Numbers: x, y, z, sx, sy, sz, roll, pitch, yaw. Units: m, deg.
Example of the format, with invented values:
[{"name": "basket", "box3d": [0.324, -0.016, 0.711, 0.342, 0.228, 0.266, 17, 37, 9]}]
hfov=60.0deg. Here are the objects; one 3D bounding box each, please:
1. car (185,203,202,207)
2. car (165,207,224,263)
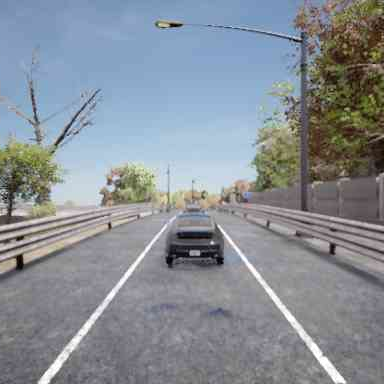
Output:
[{"name": "car", "box3d": [0.157, 1.664, 28.254, 1.812, 1.442, 4.674, 0, -1, 0]}, {"name": "car", "box3d": [0.092, 1.494, 11.957, 1.837, 1.490, 4.892, 0, 0, 0]}]
